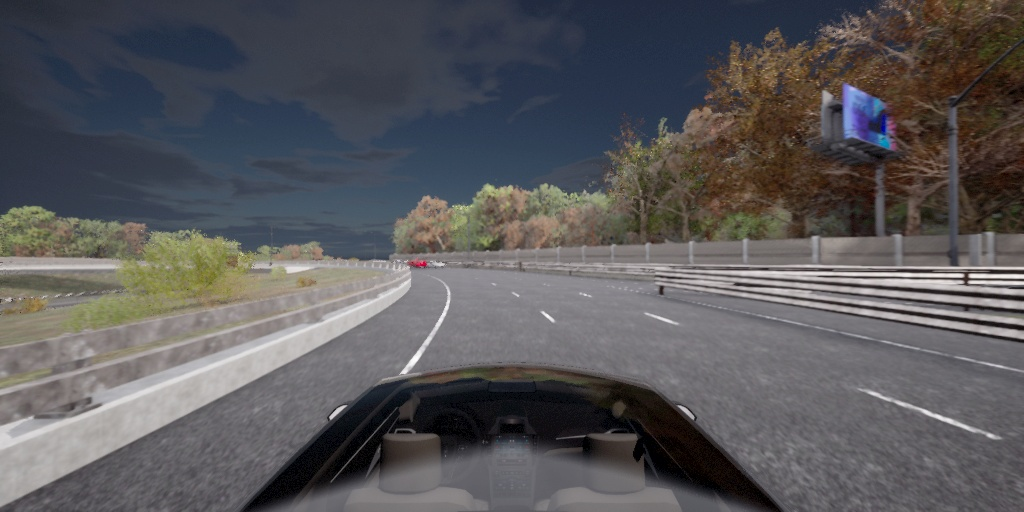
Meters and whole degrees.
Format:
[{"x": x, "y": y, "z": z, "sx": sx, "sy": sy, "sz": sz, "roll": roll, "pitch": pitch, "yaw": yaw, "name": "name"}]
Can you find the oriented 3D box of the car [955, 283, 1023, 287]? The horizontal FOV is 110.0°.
[{"x": 21.437, "y": 1.210, "z": 13.971, "sx": 5.357, "sy": 1.411, "sz": 2.033, "roll": 0, "pitch": 0, "yaw": 29, "name": "car"}]
